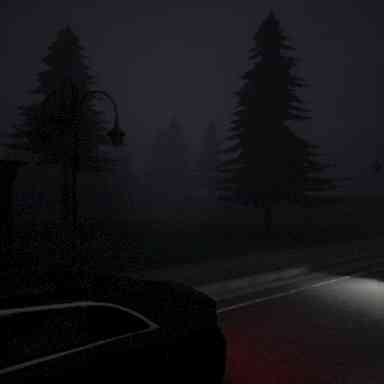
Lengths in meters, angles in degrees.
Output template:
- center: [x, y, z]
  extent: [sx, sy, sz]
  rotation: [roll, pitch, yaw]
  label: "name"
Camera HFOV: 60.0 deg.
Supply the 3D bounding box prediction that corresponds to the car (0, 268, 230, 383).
- center: [-1.916, 1.492, 2.620]
  extent: [4.902, 1.511, 2.128]
  rotation: [1, 0, -35]
  label: "car"
